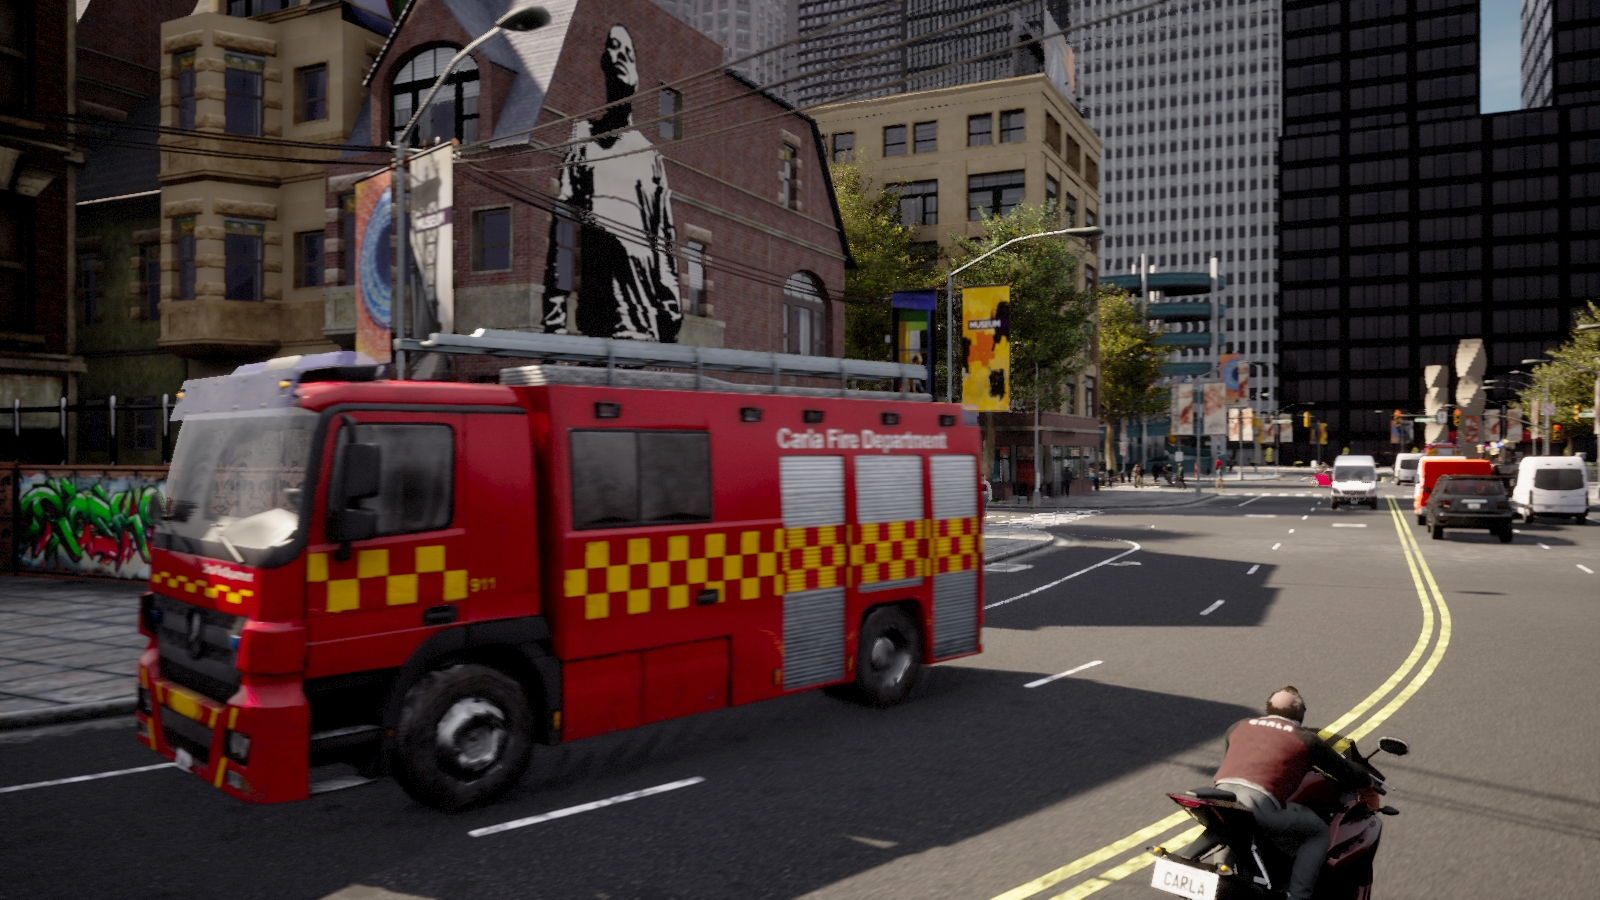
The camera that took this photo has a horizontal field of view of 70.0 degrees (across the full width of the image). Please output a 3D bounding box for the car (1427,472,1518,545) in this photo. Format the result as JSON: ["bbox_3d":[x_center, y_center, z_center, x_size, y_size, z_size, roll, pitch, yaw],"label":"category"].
[{"bbox_3d":[21.516,1.792,36.764,2.150,2.045,5.566,0,0,27],"label":"car"}]

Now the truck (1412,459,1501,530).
[{"bbox_3d":[24.692,1.580,43.176,2.627,2.467,5.204,0,0,27],"label":"truck"}]

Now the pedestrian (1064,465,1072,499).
[{"bbox_3d":[14.555,1.726,62.123,0.375,1.860,0.375,0,0,21],"label":"pedestrian"}]

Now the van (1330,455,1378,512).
[{"bbox_3d":[27.035,1.555,55.689,1.988,2.561,5.915,0,0,27],"label":"van"}]

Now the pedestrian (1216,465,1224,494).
[{"bbox_3d":[27.142,1.880,73.840,0.375,1.860,0.375,0,0,32],"label":"pedestrian"}]

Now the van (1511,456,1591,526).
[{"bbox_3d":[29.670,1.549,45.312,1.988,2.561,5.915,0,0,27],"label":"van"}]

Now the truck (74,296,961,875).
[{"bbox_3d":[-2.091,0.898,11.583,2.891,3.827,8.468,0,0,45],"label":"truck"}]

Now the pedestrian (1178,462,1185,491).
[{"bbox_3d":[24.836,1.729,74.404,0.375,1.860,0.375,0,0,24],"label":"pedestrian"}]

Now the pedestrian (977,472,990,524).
[{"bbox_3d":[6.633,1.717,41.346,0.375,1.860,0.375,0,0,24],"label":"pedestrian"}]

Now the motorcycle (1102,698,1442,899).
[{"bbox_3d":[2.634,2.208,6.217,2.209,1.251,0.867,0,0,-43],"label":"motorcycle"}]
